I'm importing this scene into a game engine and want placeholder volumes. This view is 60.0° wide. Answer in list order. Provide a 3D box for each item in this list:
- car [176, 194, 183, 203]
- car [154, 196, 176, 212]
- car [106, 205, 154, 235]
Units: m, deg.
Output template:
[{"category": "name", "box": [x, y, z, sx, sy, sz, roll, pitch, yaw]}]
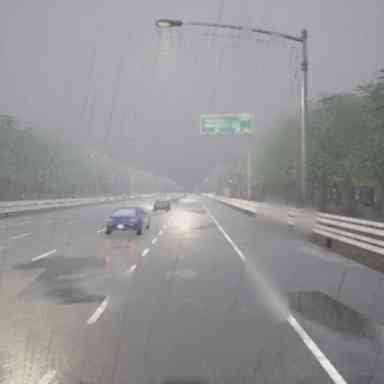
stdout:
[{"category": "car", "box": [-3.357, 1.508, 66.376, 2.033, 1.411, 5.357, 0, 0, 0]}, {"category": "car", "box": [-3.431, 1.472, 39.217, 2.128, 1.511, 4.902, 0, 0, 0]}, {"category": "car", "box": [-3.481, 1.522, 18.544, 1.812, 1.442, 4.674, 0, 0, 0]}]
